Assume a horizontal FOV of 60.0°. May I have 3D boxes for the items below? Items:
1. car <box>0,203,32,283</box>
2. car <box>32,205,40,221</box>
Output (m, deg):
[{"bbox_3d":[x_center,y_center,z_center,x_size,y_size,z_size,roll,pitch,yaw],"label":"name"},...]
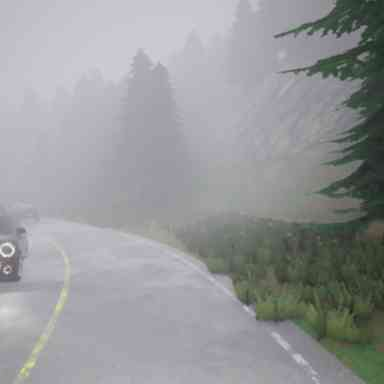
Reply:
[{"bbox_3d":[-5.845,1.382,9.315,2.097,1.767,4.553,-1,0,-23],"label":"car"},{"bbox_3d":[-13.719,1.581,26.607,1.812,1.442,4.674,-1,0,-44],"label":"car"}]
